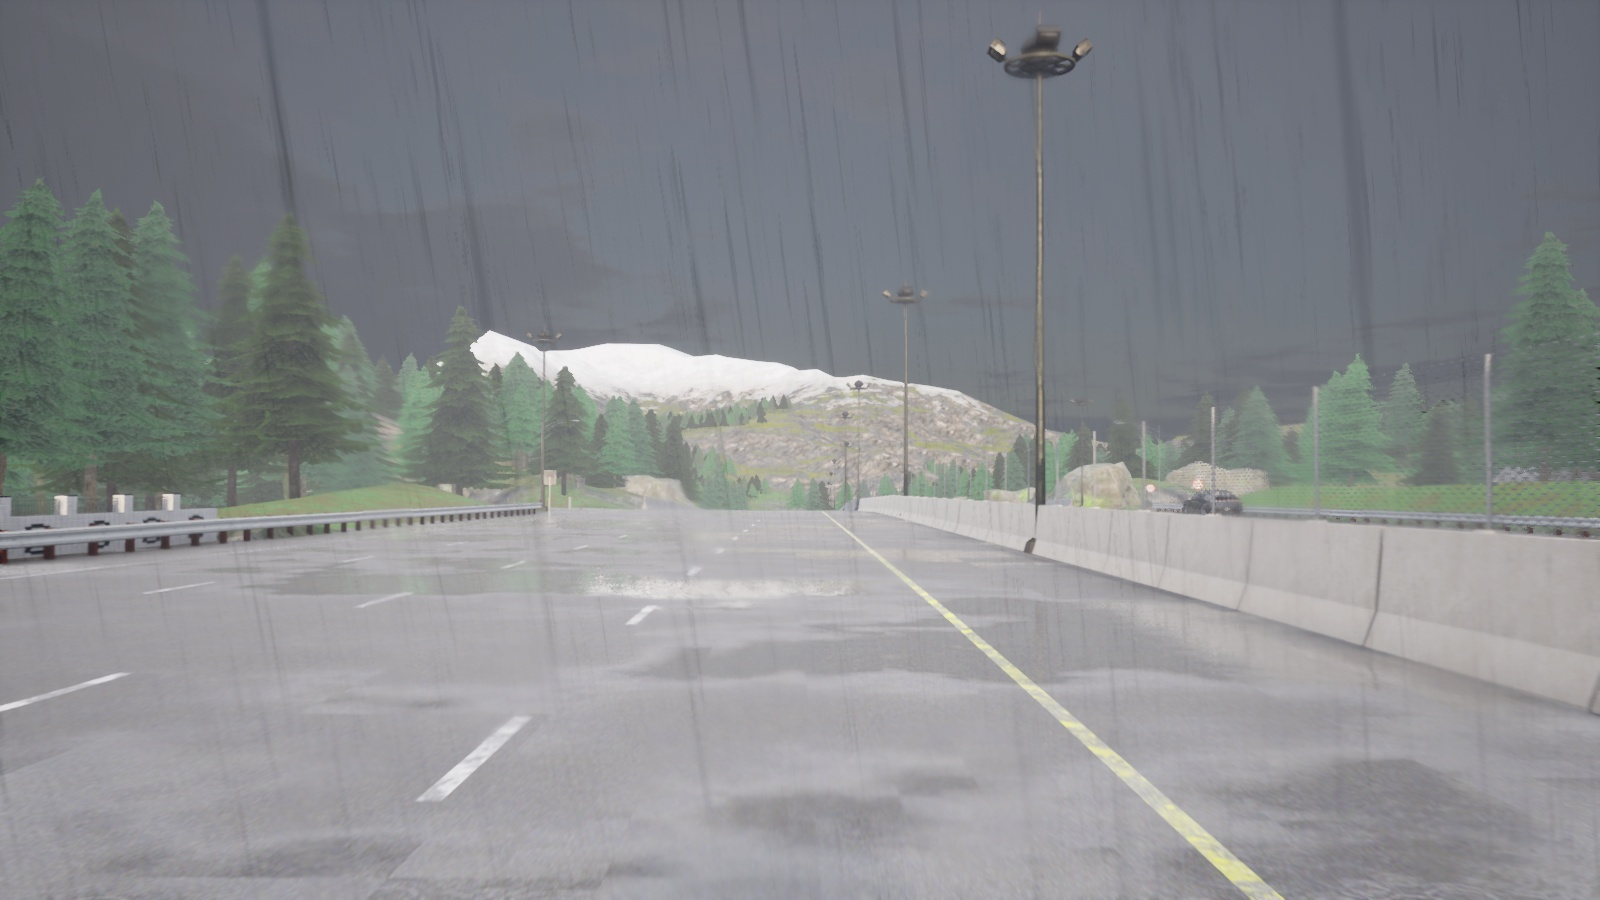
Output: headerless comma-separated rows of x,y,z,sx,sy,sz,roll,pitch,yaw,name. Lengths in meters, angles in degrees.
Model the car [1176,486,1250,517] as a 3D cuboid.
20.848,2.572,63.603,2.128,1.511,4.902,0,-2,0,car
